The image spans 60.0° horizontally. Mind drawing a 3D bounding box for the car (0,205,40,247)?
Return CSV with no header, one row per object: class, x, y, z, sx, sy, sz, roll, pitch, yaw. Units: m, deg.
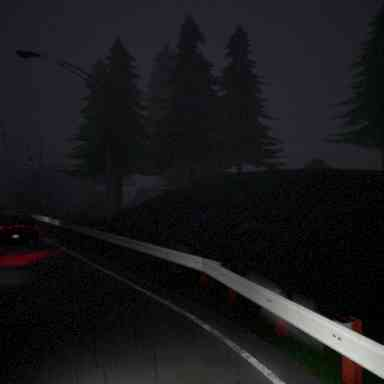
car,-8.190,1.569,14.880,1.882,1.535,5.008,-1,0,-35
